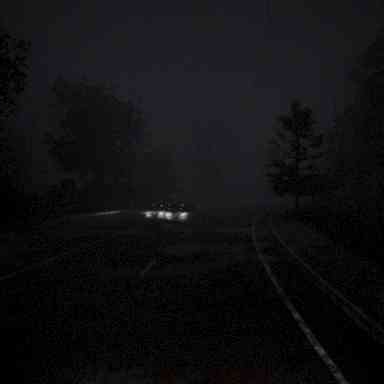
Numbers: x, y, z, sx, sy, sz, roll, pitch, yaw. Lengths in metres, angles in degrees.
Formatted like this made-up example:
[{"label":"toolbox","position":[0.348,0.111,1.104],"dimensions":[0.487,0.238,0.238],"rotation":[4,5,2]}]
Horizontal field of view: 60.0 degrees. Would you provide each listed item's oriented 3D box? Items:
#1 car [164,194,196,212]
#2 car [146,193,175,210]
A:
[{"label":"car","position":[-1.015,1.336,36.838],"dimensions":[1.882,1.535,5.008],"rotation":[-1,0,19]},{"label":"car","position":[-3.497,1.111,40.475],"dimensions":[2.150,2.045,5.566],"rotation":[-1,0,19]}]
